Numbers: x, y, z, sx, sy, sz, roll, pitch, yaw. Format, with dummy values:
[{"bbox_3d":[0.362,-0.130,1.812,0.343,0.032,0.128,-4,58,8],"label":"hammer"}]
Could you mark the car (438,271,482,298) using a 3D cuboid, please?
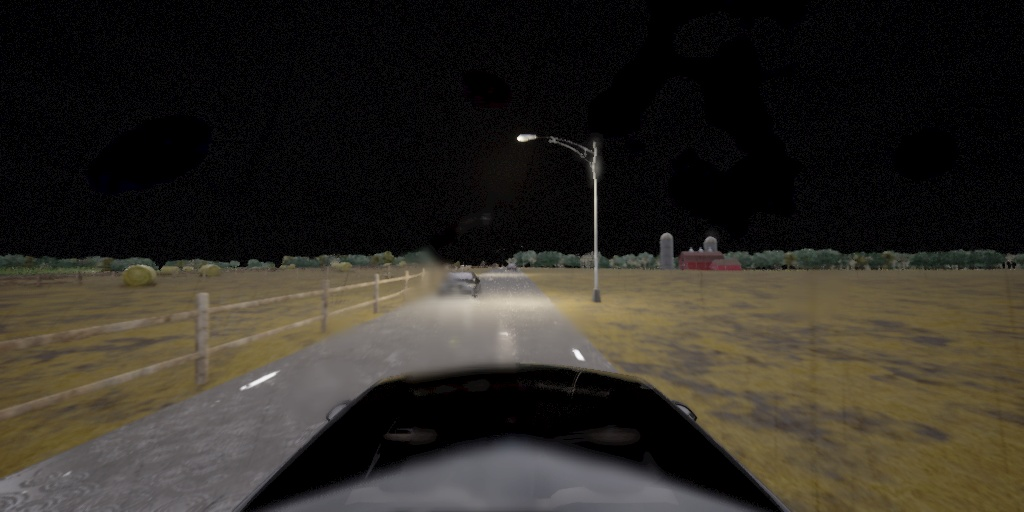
[{"bbox_3d":[-2.753,1.543,19.771,1.994,1.385,4.181,0,-1,0],"label":"car"}]
